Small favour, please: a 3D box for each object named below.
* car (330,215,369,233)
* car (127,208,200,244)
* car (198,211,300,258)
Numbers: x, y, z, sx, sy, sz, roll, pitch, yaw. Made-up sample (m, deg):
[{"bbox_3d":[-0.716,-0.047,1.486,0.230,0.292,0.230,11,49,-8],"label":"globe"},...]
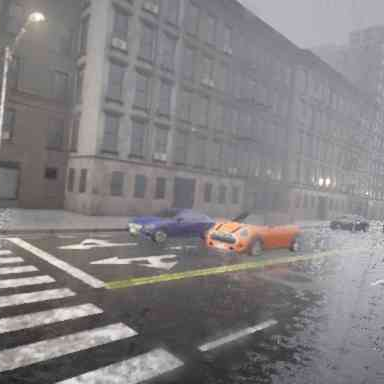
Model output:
[{"bbox_3d":[14.120,2.769,29.681,5.008,1.535,1.882,5,0,-44],"label":"car"},{"bbox_3d":[-0.747,1.465,15.313,4.674,1.442,1.812,5,0,-44],"label":"car"},{"bbox_3d":[2.743,1.607,14.158,4.553,1.767,2.097,5,0,-44],"label":"car"}]
